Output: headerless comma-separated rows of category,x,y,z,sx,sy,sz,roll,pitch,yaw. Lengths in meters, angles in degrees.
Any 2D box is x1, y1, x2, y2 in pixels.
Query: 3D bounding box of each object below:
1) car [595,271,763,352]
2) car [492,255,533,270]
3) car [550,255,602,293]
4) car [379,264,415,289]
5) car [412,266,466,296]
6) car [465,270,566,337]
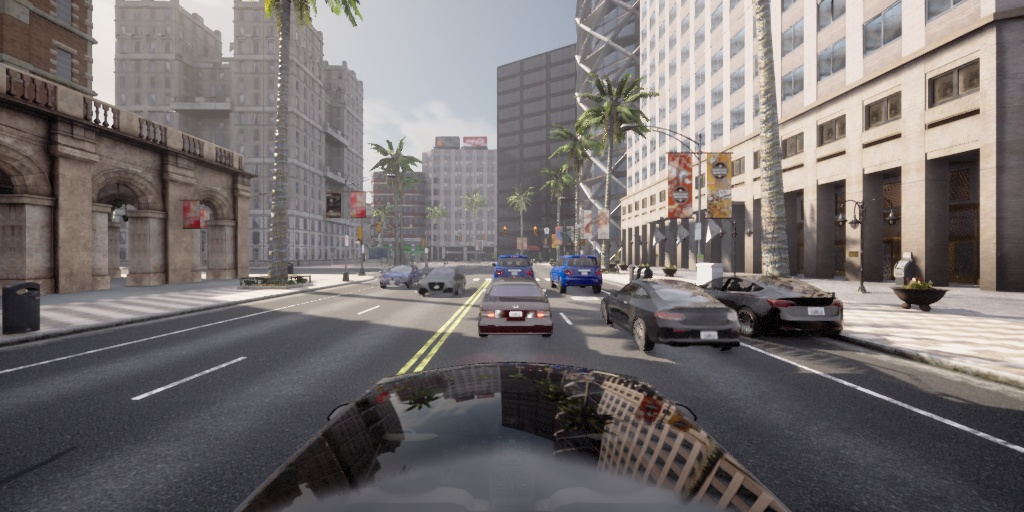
car,3.574,1.276,8.827,1.812,1.442,4.674,0,0,0
car,0.048,0.971,20.467,2.150,2.045,5.566,0,0,-2
car,3.547,0.971,20.601,2.150,2.045,5.566,0,0,-2
car,-7.087,1.279,23.495,1.812,1.442,4.674,0,0,0
car,-3.612,1.315,19.144,1.994,1.385,4.181,0,0,0
car,0.070,1.297,10.248,2.033,1.411,5.357,0,0,0
